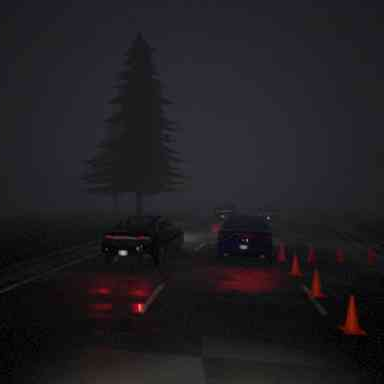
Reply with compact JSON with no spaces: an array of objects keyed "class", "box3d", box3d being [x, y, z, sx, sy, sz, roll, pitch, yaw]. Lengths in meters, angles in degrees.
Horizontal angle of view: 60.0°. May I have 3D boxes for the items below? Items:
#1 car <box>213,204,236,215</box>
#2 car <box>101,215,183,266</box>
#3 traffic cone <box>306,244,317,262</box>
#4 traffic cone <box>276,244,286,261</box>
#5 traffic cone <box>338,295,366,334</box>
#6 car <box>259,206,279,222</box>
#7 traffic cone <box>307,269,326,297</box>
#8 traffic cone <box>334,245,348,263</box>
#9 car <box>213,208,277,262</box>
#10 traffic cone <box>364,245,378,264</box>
[{"class":"car","box3d":[3.098,1.807,29.638,2.128,1.511,4.902,1,-1,13]},{"class":"car","box3d":[-1.585,1.596,12.132,2.128,1.511,4.902,0,-1,10]},{"class":"traffic cone","box3d":[4.132,2.105,11.528,0.340,0.580,0.340,0,-1,4]},{"class":"traffic cone","box3d":[3.135,2.097,11.601,0.340,0.580,0.340,0,-1,4]},{"class":"traffic cone","box3d":[2.699,2.035,5.617,0.340,0.580,0.340,0,-1,4]},{"class":"car","box3d":[6.915,1.960,30.559,1.895,1.301,4.718,0,-1,11]},{"class":"traffic cone","box3d":[2.844,2.056,7.612,0.340,0.580,0.340,0,-1,4]},{"class":"traffic cone","box3d":[5.129,2.114,11.456,0.340,0.580,0.340,0,-1,4]},{"class":"car","box3d":[2.122,1.624,13.018,1.882,1.535,5.008,0,0,11]},{"class":"traffic cone","box3d":[6.127,2.122,11.383,0.340,0.580,0.340,0,-1,4]}]
